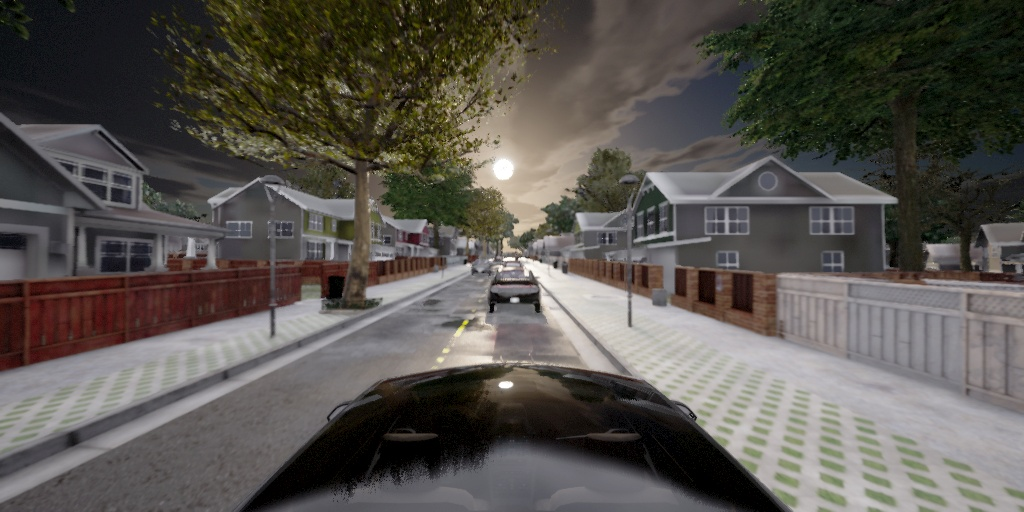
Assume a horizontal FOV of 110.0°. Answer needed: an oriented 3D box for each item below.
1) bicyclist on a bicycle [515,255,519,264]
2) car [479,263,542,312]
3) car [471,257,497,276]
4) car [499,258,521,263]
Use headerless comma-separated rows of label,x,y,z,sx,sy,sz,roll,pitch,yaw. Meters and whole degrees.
bicyclist on a bicycle,0.752,0.757,54.149,0.659,1.776,1.843,0,1,0
car,0.092,1.198,13.980,2.128,1.511,4.902,0,0,0
car,-2.849,1.059,34.634,2.128,1.511,4.902,0,1,0
car,0.093,1.130,30.245,1.812,1.442,4.674,0,0,0
